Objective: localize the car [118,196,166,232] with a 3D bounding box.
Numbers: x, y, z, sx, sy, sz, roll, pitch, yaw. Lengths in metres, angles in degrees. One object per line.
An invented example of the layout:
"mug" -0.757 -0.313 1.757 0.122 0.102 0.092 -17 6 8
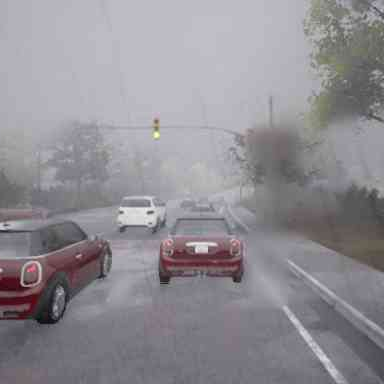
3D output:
"car" -2.899 1.245 20.216 2.150 2.045 5.566 0 0 2

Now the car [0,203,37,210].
"car" -13.212 1.587 26.324 4.181 1.385 1.994 0 0 -3

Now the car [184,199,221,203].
"car" 0.790 1.517 23.934 2.128 1.511 4.902 0 0 3

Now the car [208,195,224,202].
"car" 4.892 1.673 67.811 1.895 1.301 4.718 0 0 8

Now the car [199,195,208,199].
"car" 2.753 1.583 77.101 1.837 1.490 4.892 0 0 10

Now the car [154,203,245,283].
"car" 0.267 1.363 9.892 2.097 1.767 4.553 0 0 1

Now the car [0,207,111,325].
"car" -3.285 1.359 7.310 2.097 1.767 4.553 0 0 1

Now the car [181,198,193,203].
"car" -0.574 1.579 50.992 1.812 1.442 4.674 0 0 6

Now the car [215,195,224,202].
"car" 6.432 1.477 77.928 1.812 1.442 4.674 0 0 10
